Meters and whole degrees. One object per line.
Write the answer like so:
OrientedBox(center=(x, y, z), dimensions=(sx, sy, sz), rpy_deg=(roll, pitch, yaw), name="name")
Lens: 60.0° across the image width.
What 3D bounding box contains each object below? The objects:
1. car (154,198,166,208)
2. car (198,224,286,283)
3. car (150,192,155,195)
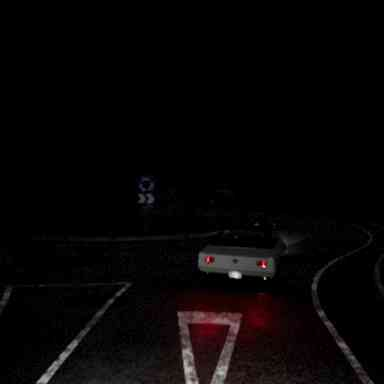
OrientedBox(center=(-4.545, 1.611, 48.285), dimensions=(2.033, 1.411, 5.357), rpy_deg=(0, 0, -8), name="car")
OrientedBox(center=(1.715, 1.623, 9.954), dimensions=(1.895, 1.301, 4.718), rpy_deg=(1, 1, 18), name="car")
OrientedBox(center=(-10.974, 0.843, 87.860), dimensions=(2.150, 2.045, 5.566), rpy_deg=(0, 1, -4), name="car")
